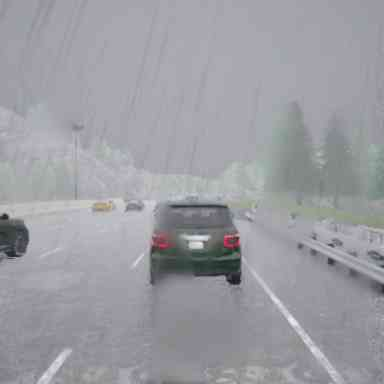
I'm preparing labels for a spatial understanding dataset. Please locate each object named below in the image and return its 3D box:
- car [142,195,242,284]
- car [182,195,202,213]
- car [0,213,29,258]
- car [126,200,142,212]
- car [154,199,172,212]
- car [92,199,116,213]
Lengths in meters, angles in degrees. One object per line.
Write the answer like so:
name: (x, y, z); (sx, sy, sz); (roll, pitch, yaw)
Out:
car: (0.080, 1.219, 9.665); (2.150, 2.045, 5.566); (0, 0, 0)
car: (0.010, 1.349, 39.515); (2.150, 2.045, 5.566); (0, 0, 0)
car: (-6.919, 1.226, 9.600); (2.150, 2.045, 5.566); (0, 0, 0)
car: (-7.003, 1.668, 41.210); (1.812, 1.442, 4.674); (0, 0, 0)
car: (-3.503, 1.665, 41.280); (1.812, 1.442, 4.674); (0, 0, 0)
car: (-10.490, 1.619, 40.018); (1.882, 1.535, 5.008); (0, 0, 0)
